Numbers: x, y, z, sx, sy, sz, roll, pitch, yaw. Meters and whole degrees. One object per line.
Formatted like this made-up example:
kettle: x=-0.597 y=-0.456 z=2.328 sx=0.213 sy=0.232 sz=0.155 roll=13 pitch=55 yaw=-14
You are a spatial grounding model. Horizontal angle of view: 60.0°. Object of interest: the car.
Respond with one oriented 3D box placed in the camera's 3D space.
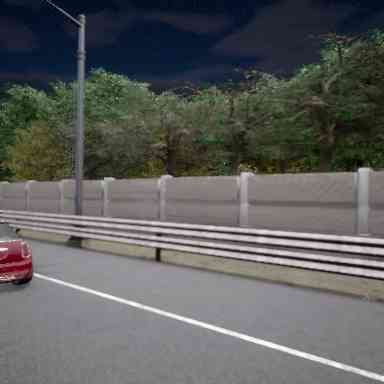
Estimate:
car: x=-6.056 y=1.411 z=8.531 sx=4.553 sy=1.767 sz=2.097 roll=0 pitch=-1 yaw=38
